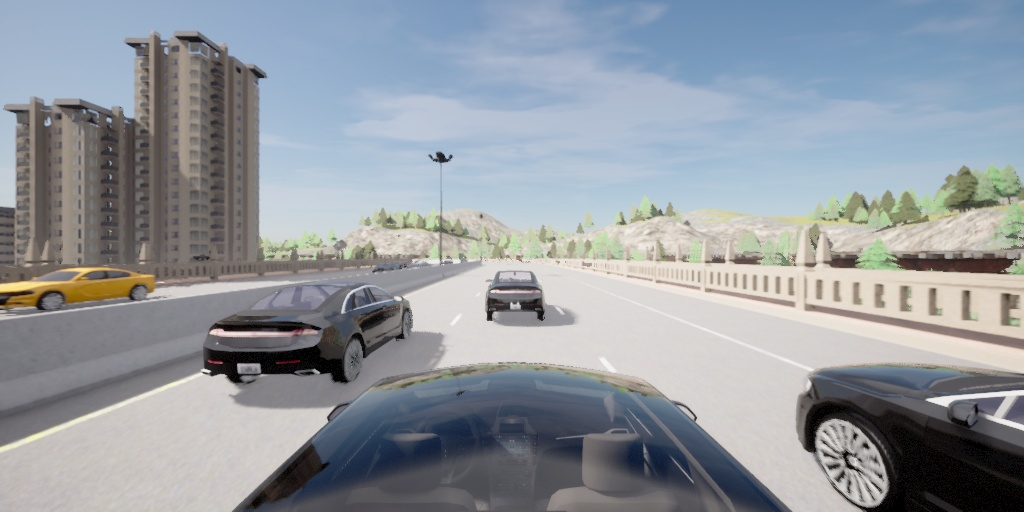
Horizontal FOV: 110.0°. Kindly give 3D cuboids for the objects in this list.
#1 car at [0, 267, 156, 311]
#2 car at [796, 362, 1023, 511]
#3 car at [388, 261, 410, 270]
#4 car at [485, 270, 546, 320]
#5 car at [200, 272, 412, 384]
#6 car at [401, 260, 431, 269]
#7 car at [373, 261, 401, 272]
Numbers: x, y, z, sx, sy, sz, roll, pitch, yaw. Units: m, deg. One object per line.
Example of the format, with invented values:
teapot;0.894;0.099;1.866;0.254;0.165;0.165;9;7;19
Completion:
car;-17.599;1.228;14.626;1.882;1.535;5.008;0;0;0
car;3.600;1.242;1.395;2.128;1.511;4.902;0;0;0
car;-17.543;1.397;55.928;1.895;1.301;4.718;0;0;1
car;0.100;1.242;12.668;2.128;1.511;4.902;0;0;0
car;-3.400;1.242;7.062;2.128;1.511;4.902;0;0;0
car;-10.585;1.257;40.991;2.128;1.511;4.902;0;0;0
car;-14.085;1.329;40.538;1.994;1.385;4.181;0;0;0
